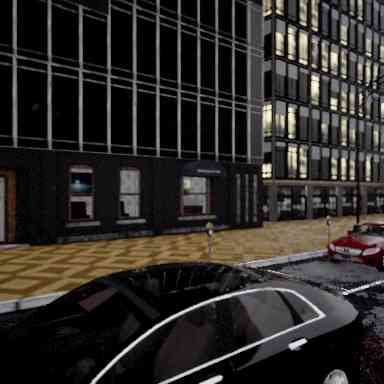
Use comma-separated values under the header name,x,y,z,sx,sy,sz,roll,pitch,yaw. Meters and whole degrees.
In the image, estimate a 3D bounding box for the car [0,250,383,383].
name,x,y,z,sx,sy,sz,roll,pitch,yaw
car,-0.346,1.515,3.003,4.892,1.490,1.837,1,0,-35

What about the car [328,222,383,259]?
name,x,y,z,sx,sy,sz,roll,pitch,yaw
car,6.222,1.658,10.969,4.206,1.307,1.802,0,-1,-35
